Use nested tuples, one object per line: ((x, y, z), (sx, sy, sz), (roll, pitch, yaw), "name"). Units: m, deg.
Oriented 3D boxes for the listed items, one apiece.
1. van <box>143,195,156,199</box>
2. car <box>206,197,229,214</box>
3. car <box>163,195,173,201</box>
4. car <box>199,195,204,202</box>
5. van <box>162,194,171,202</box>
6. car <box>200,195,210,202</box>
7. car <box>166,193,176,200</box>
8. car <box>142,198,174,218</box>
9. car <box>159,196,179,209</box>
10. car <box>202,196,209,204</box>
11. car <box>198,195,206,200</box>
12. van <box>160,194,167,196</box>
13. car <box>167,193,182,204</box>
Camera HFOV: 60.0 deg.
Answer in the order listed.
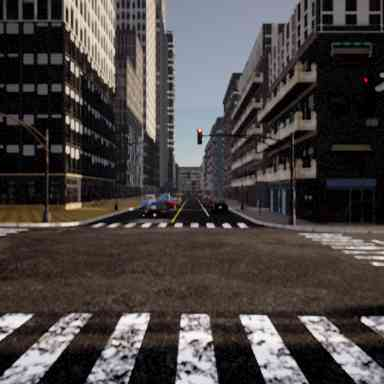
((-5.629, 1.283, 44.100), (1.690, 1.788, 3.998), (0, 0, 0), "van")
((2.738, 1.519, 34.122), (1.947, 1.339, 4.313), (0, 0, 0), "car")
((-5.579, 1.455, 78.026), (2.008, 1.369, 4.403), (0, 0, 0), "car")
((2.777, 1.473, 61.052), (2.008, 1.369, 4.403), (0, 0, 0), "car")
((-5.588, 1.251, 72.371), (1.690, 1.788, 3.998), (0, 0, 0), "van")
((2.793, 1.455, 72.359), (1.887, 1.381, 4.507), (0, 0, 0), "car")
((-5.563, 1.209, 89.335), (2.192, 1.841, 5.009), (0, 0, 0), "car")
((-3.057, 1.506, 30.005), (2.033, 1.411, 5.357), (0, 0, 0), "car")
((-3.030, 1.543, 43.455), (1.895, 1.301, 4.718), (0, 0, 0), "car")
((2.752, 1.486, 44.089), (1.887, 1.381, 4.507), (0, 0, 0), "car")
((2.826, 1.454, 94.977), (1.947, 1.339, 4.313), (0, 0, 0), "car")
((-5.596, 1.257, 66.717), (1.690, 1.788, 3.998), (0, 0, 0), "van")
((-2.944, 1.274, 60.957), (2.097, 1.767, 4.553), (0, 0, 1), "car")
